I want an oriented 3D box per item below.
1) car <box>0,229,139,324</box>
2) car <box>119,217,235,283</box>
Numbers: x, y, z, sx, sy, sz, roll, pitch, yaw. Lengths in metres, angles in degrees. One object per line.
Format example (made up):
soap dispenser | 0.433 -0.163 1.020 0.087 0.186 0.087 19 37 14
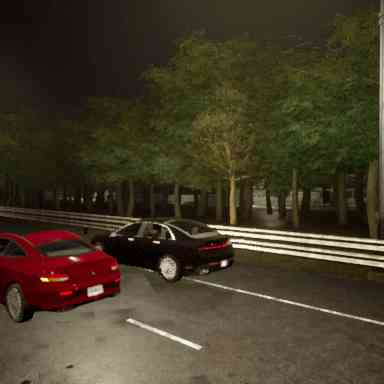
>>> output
car | -3.443 1.522 7.148 4.674 1.442 1.812 0 0 39
car | -1.081 1.501 9.732 4.892 1.490 1.837 0 0 39
